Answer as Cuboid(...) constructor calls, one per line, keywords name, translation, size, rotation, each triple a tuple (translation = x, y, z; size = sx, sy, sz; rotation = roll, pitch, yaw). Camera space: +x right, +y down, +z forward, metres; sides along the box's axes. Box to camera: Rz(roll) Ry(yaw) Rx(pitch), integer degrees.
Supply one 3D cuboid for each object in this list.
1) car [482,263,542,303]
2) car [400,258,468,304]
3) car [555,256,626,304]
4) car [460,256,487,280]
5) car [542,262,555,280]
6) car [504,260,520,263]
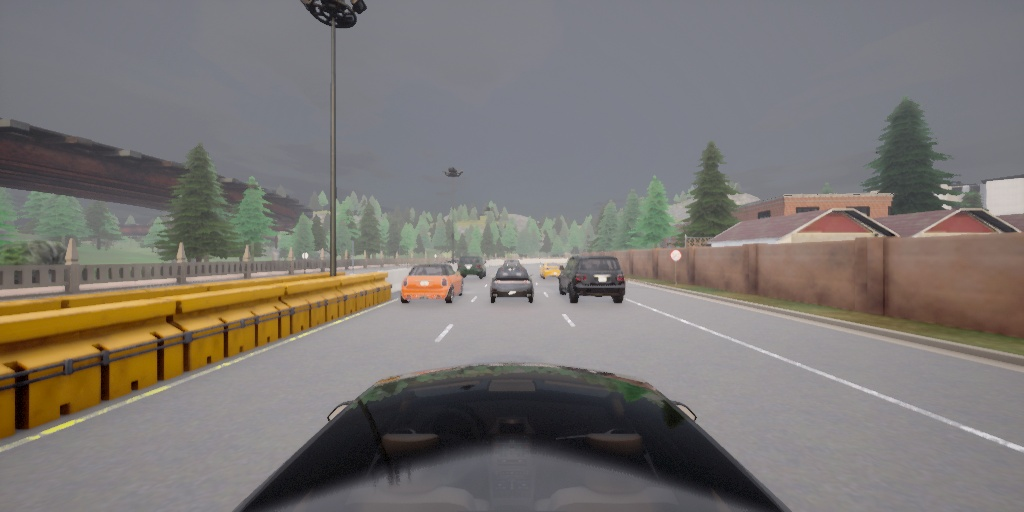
Cuboid(name="car", translation=(0.000, 1.242, 16.500), size=(2.128, 1.511, 4.902), rotation=(0, 0, 0))
Cuboid(name="car", translation=(-3.500, 1.113, 16.470), size=(2.097, 1.767, 4.553), rotation=(0, 0, 0))
Cuboid(name="car", translation=(3.500, 1.005, 16.530), size=(2.150, 2.045, 5.566), rotation=(0, 0, 0))
Cuboid(name="car", translation=(-3.500, 1.005, 31.530), size=(2.150, 2.045, 5.566), rotation=(0, 0, 0))
Cuboid(name="car", translation=(3.500, 1.232, 31.500), size=(1.882, 1.535, 5.008), rotation=(0, 0, 0))
Cuboid(name="car", translation=(0.000, 1.114, 31.470), size=(2.097, 1.767, 4.553), rotation=(0, 0, 0))
